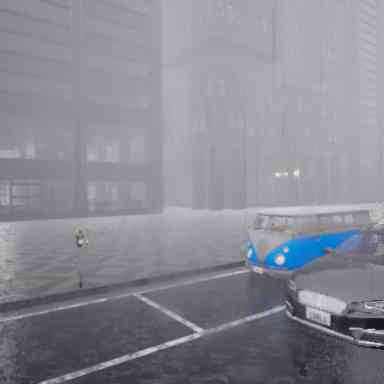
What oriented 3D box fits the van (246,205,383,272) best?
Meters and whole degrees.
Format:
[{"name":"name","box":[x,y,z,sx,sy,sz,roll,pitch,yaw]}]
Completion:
[{"name":"van","box":[3.253,1.278,8.971,3.998,1.788,1.690,-1,0,-35]}]

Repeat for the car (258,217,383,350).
[{"name":"car","box":[3.743,1.439,6.046,4.902,1.511,2.128,-1,0,-36]}]
